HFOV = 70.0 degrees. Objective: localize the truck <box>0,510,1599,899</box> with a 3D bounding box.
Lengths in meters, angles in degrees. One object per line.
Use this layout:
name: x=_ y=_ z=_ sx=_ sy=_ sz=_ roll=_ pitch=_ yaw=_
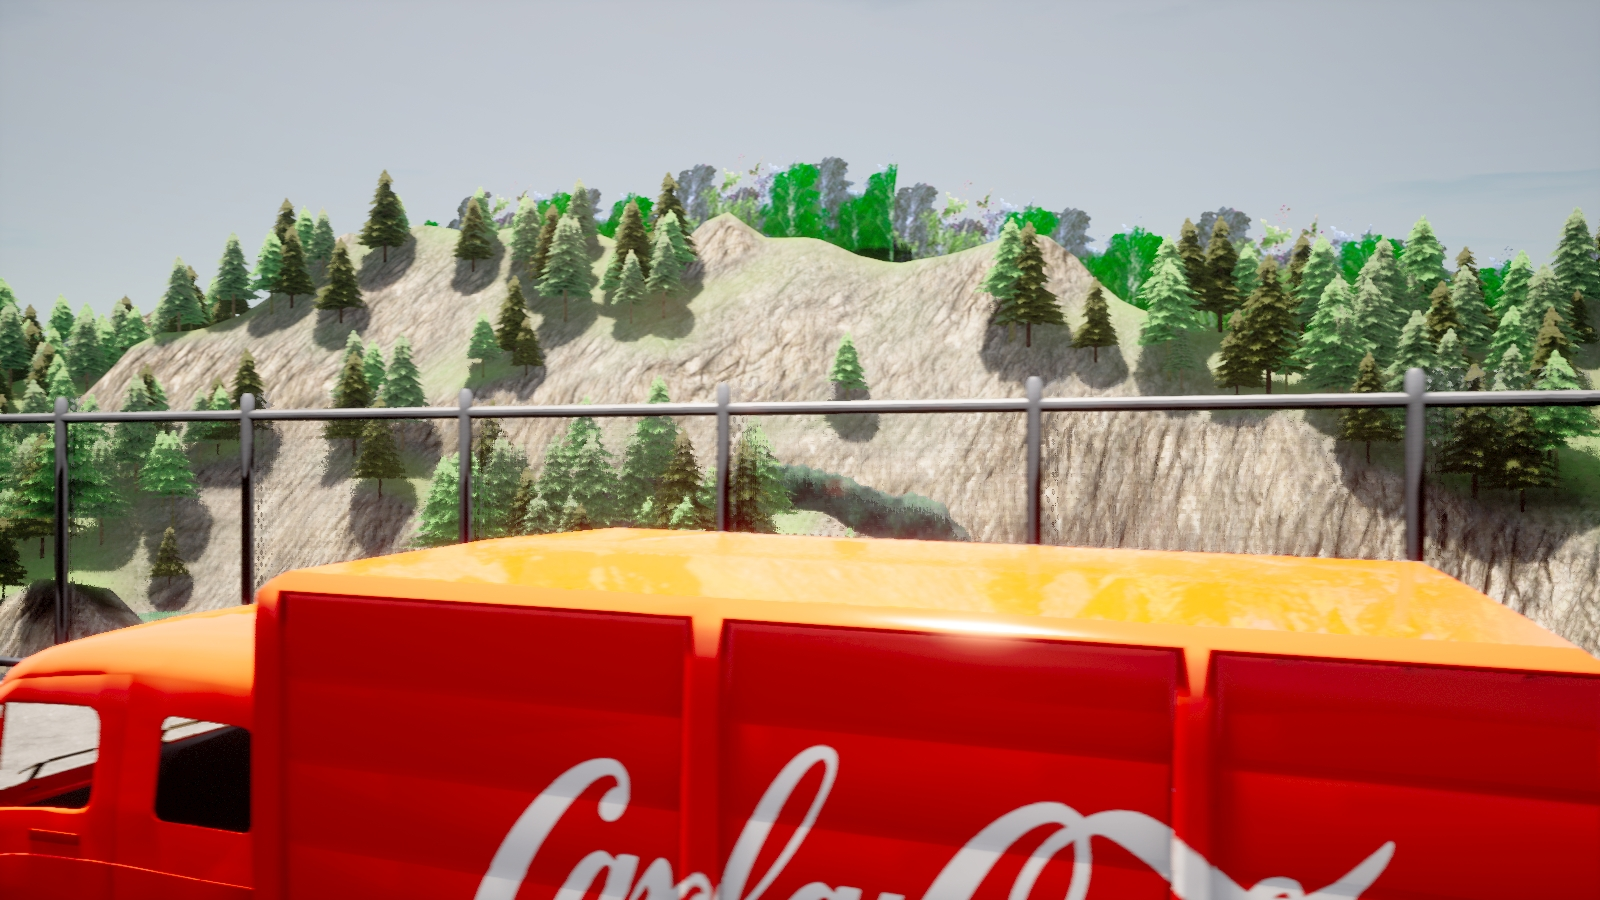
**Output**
truck: x=-0.506 y=1.572 z=4.026 sx=5.204 sy=2.467 sz=2.627 roll=0 pitch=0 yaw=20
